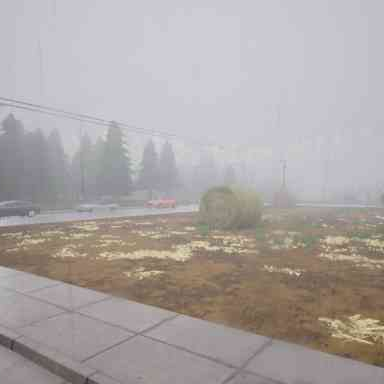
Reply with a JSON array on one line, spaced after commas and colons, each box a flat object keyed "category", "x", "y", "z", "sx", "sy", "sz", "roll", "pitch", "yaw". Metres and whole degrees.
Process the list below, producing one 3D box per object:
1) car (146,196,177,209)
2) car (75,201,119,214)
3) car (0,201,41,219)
[{"category": "car", "x": -4.116, "y": 1.388, "z": 45.045, "sx": 2.097, "sy": 1.767, "sz": 4.553, "roll": 0, "pitch": 0, "yaw": 37}, {"category": "car", "x": -10.405, "y": 1.637, "z": 36.575, "sx": 1.895, "sy": 1.301, "sz": 4.718, "roll": 0, "pitch": 0, "yaw": 37}, {"category": "car", "x": -15.881, "y": 1.541, "z": 29.182, "sx": 1.837, "sy": 1.490, "sz": 4.892, "roll": 0, "pitch": 0, "yaw": 37}]
